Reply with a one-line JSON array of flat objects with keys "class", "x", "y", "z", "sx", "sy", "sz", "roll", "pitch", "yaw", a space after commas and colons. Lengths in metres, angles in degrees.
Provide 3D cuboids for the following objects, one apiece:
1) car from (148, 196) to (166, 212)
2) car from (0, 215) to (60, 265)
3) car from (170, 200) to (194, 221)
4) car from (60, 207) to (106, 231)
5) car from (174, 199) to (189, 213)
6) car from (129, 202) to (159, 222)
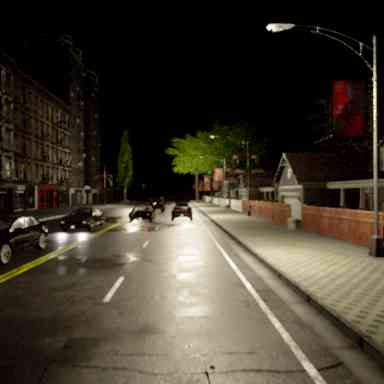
[{"class": "car", "x": -4.649, "y": 1.563, "z": 43.534, "sx": 2.150, "sy": 2.045, "sz": 5.566, "roll": 0, "pitch": 0, "yaw": -2}, {"class": "car", "x": -6.983, "y": 1.628, "z": 12.278, "sx": 2.128, "sy": 1.511, "sz": 4.902, "roll": 0, "pitch": 0, "yaw": -2}, {"class": "car", "x": -0.896, "y": 1.726, "z": 29.812, "sx": 1.837, "sy": 1.490, "sz": 4.892, "roll": 0, "pitch": -1, "yaw": -2}, {"class": "car", "x": -7.314, "y": 1.762, "z": 22.863, "sx": 2.033, "sy": 1.411, "sz": 5.357, "roll": 0, "pitch": 0, "yaw": -2}, {"class": "car", "x": -1.374, "y": 1.796, "z": 43.540, "sx": 1.882, "sy": 1.535, "sz": 5.008, "roll": 0, "pitch": 0, "yaw": -2}, {"class": "car", "x": -4.141, "y": 1.835, "z": 28.470, "sx": 1.895, "sy": 1.301, "sz": 4.718, "roll": 0, "pitch": 0, "yaw": -1}]
